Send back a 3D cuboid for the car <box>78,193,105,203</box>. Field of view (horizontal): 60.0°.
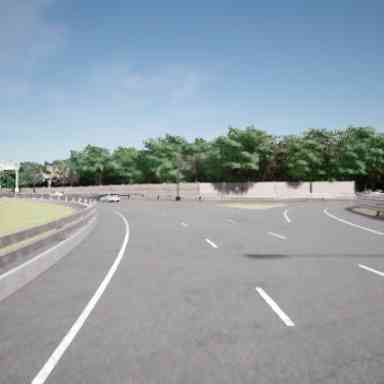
[{"bbox_3d":[-16.818,1.095,55.560,2.128,1.511,4.902,-1,1,-35],"label":"car"}]

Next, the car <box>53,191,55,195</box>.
[{"bbox_3d":[-32.115,0.741,78.595,5.566,2.045,2.150,0,1,41],"label":"car"}]

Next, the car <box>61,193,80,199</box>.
[{"bbox_3d":[-29.593,0.992,81.035,4.902,1.511,2.128,0,1,41],"label":"car"}]

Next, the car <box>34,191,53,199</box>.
[{"bbox_3d":[-34.392,1.059,75.933,4.892,1.490,1.837,0,1,41],"label":"car"}]

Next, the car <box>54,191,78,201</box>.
[{"bbox_3d":[-25.307,1.048,66.800,1.882,1.535,5.008,-1,1,-41],"label":"car"}]

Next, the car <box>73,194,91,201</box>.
[{"bbox_3d":[-22.978,1.076,69.425,1.994,1.385,4.181,-1,1,-44],"label":"car"}]

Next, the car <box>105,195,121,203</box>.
[{"bbox_3d":[-14.206,1.156,57.955,1.895,1.301,4.718,-1,1,-35],"label":"car"}]

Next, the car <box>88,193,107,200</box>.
[{"bbox_3d":[-20.429,0.953,71.832,1.882,1.535,5.008,-1,1,-44],"label":"car"}]
